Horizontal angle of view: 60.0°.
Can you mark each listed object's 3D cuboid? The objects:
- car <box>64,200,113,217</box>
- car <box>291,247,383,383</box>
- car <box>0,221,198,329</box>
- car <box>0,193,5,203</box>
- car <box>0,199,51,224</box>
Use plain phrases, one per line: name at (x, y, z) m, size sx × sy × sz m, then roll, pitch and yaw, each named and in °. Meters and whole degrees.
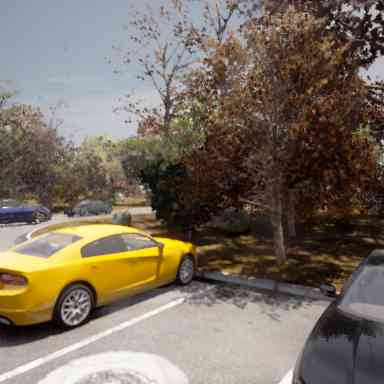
car at (-8.949, 1.377, 28.880) m, size 1.994 × 1.385 × 4.181 m, roll -3°, pitch -1°, yaw 34°
car at (2.728, 1.479, 3.876) m, size 2.097 × 1.535 × 5.008 m, roll 0°, pitch 0°, yaw 36°
car at (-1.806, 1.447, 7.109) m, size 2.097 × 1.535 × 5.008 m, roll 0°, pitch 0°, yaw 36°
car at (-32.353, 0.981, 51.906) m, size 2.128 × 1.511 × 4.902 m, roll -3°, pitch -1°, yaw 35°
car at (-11.124, 1.190, 20.337) m, size 2.097 × 1.767 × 4.553 m, roll -3°, pitch -1°, yaw 44°
